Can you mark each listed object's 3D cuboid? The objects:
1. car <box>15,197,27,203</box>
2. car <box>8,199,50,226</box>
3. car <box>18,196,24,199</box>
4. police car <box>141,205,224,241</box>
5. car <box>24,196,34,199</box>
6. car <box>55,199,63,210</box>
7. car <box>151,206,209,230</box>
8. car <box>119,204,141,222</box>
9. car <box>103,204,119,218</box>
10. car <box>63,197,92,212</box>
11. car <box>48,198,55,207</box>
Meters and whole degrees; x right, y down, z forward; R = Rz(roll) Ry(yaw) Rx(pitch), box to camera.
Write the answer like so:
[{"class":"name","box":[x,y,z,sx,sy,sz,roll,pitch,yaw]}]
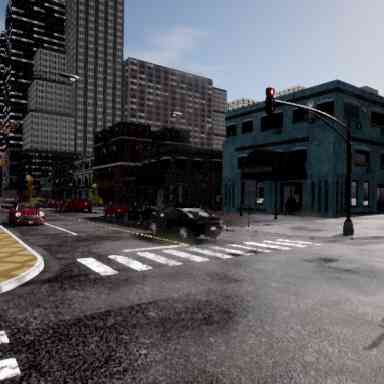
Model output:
[{"class":"car","box":[-42.725,2.051,83.171,2.008,1.369,4.403,1,-1,-35]},{"class":"car","box":[-11.763,1.492,23.582,1.967,1.590,4.097,1,-1,-35]},{"class":"car","box":[-39.561,1.788,78.612,2.192,1.841,5.009,1,-1,-35]},{"class":"police car","box":[-0.477,1.513,17.517,1.930,1.638,5.238,1,-1,-35]},{"class":"car","box":[-33.333,1.945,69.626,1.752,1.417,4.829,1,-1,-35]},{"class":"car","box":[-17.381,1.725,46.708,1.967,1.590,4.097,1,-1,-35]},{"class":"car","box":[-0.938,1.701,23.127,2.008,1.369,4.403,1,-1,-35]},{"class":"car","box":[-4.061,1.742,27.632,1.947,1.339,4.313,1,-1,-35]},{"class":"car","box":[-7.184,1.783,32.135,1.802,1.307,4.206,1,-1,-35]},{"class":"car","box":[-14.190,1.574,42.166,2.192,1.841,5.009,1,-1,-35]},{"class":"car","box":[-23.748,1.778,55.801,1.967,1.590,4.097,1,-1,-35]}]
